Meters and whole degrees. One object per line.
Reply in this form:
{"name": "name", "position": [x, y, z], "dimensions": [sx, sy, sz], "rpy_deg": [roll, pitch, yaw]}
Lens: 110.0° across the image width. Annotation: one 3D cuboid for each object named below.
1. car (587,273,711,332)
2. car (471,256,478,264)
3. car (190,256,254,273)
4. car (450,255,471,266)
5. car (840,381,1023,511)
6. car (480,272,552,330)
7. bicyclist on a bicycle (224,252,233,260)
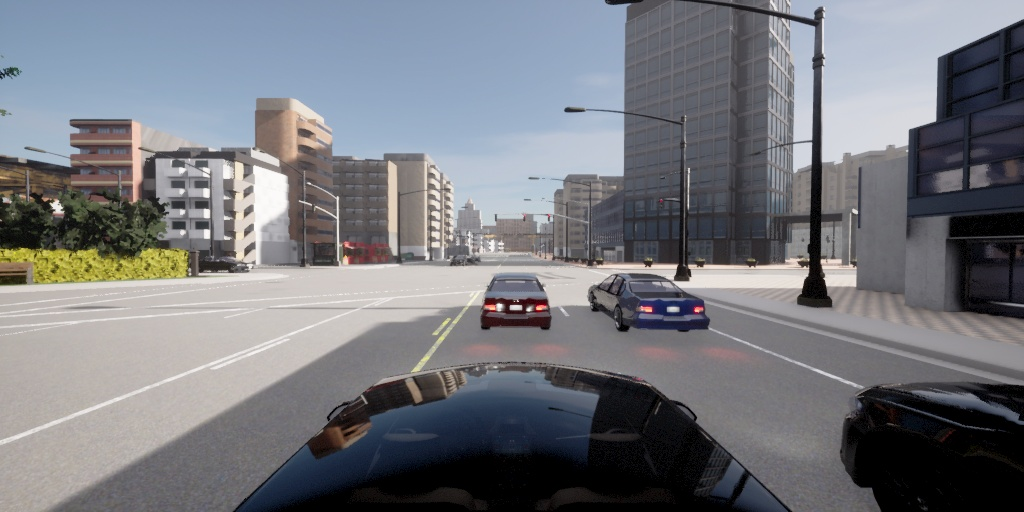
{"name": "car", "position": [3.608, 1.208, 10.544], "dimensions": [2.033, 1.411, 5.357], "rpy_deg": [0, 1, 0]}
{"name": "car", "position": [-7.098, 0.611, 58.145], "dimensions": [1.895, 1.301, 4.718], "rpy_deg": [0, 0, 0]}
{"name": "car", "position": [-25.446, 0.736, 31.538], "dimensions": [4.902, 1.511, 2.128], "rpy_deg": [0, 1, 0]}
{"name": "car", "position": [-7.101, 0.588, 48.060], "dimensions": [1.837, 1.490, 4.892], "rpy_deg": [0, 0, 0]}
{"name": "car", "position": [3.605, 1.254, 0.908], "dimensions": [2.128, 1.511, 4.902], "rpy_deg": [0, 0, 0]}
{"name": "car", "position": [0.091, 1.195, 10.728], "dimensions": [2.033, 1.411, 5.357], "rpy_deg": [0, 1, 0]}
{"name": "bicyclist on a bicycle", "position": [-30.801, 0.393, 39.049], "dimensions": [0.582, 1.620, 1.656], "rpy_deg": [0, 1, 0]}
